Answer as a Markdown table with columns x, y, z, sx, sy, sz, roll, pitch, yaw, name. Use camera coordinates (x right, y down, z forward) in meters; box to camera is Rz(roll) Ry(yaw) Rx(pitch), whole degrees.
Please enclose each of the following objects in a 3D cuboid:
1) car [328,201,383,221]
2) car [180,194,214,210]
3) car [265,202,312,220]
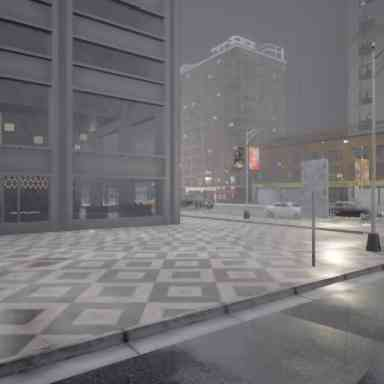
| x | y | z | sx | sy | sz | roll | pitch | yaw | name |
| --- | --- | --- | --- | --- | --- | --- | --- | --- | --- |
| 13.227 | 1.541 | 27.445 | 2.128 | 1.511 | 4.902 | 0 | 0 | -36 | car |
| 0.608 | 1.347 | 44.942 | 2.150 | 2.045 | 5.566 | 0 | 0 | -36 | car |
| 8.362 | 1.591 | 28.634 | 1.812 | 1.442 | 4.674 | 0 | 0 | -36 | car |
